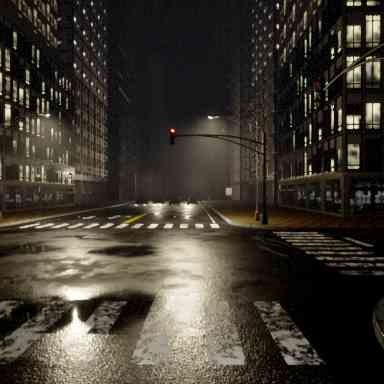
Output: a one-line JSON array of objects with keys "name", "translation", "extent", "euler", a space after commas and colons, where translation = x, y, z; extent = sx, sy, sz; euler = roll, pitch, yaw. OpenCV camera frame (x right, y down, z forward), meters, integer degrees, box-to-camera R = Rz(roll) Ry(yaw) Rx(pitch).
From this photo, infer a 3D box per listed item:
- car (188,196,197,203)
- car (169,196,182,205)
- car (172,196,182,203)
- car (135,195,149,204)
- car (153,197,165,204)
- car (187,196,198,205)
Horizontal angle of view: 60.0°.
[{"name": "car", "translation": [0.100, 1.584, 70.627], "extent": [1.895, 1.301, 4.718], "euler": [0, 0, 0]}, {"name": "car", "translation": [-3.166, 1.647, 59.766], "extent": [2.033, 1.411, 5.357], "euler": [0, 0, 0]}, {"name": "car", "translation": [-3.151, 1.523, 70.185], "extent": [1.994, 1.385, 4.181], "euler": [0, 0, 0]}, {"name": "car", "translation": [-9.660, 1.468, 64.391], "extent": [2.097, 1.767, 4.553], "euler": [0, 0, 0]}, {"name": "car", "translation": [-6.410, 1.680, 64.356], "extent": [1.994, 1.385, 4.181], "euler": [0, 0, 0]}, {"name": "car", "translation": [0.085, 1.649, 60.179], "extent": [2.033, 1.411, 5.357], "euler": [0, 0, 0]}]
